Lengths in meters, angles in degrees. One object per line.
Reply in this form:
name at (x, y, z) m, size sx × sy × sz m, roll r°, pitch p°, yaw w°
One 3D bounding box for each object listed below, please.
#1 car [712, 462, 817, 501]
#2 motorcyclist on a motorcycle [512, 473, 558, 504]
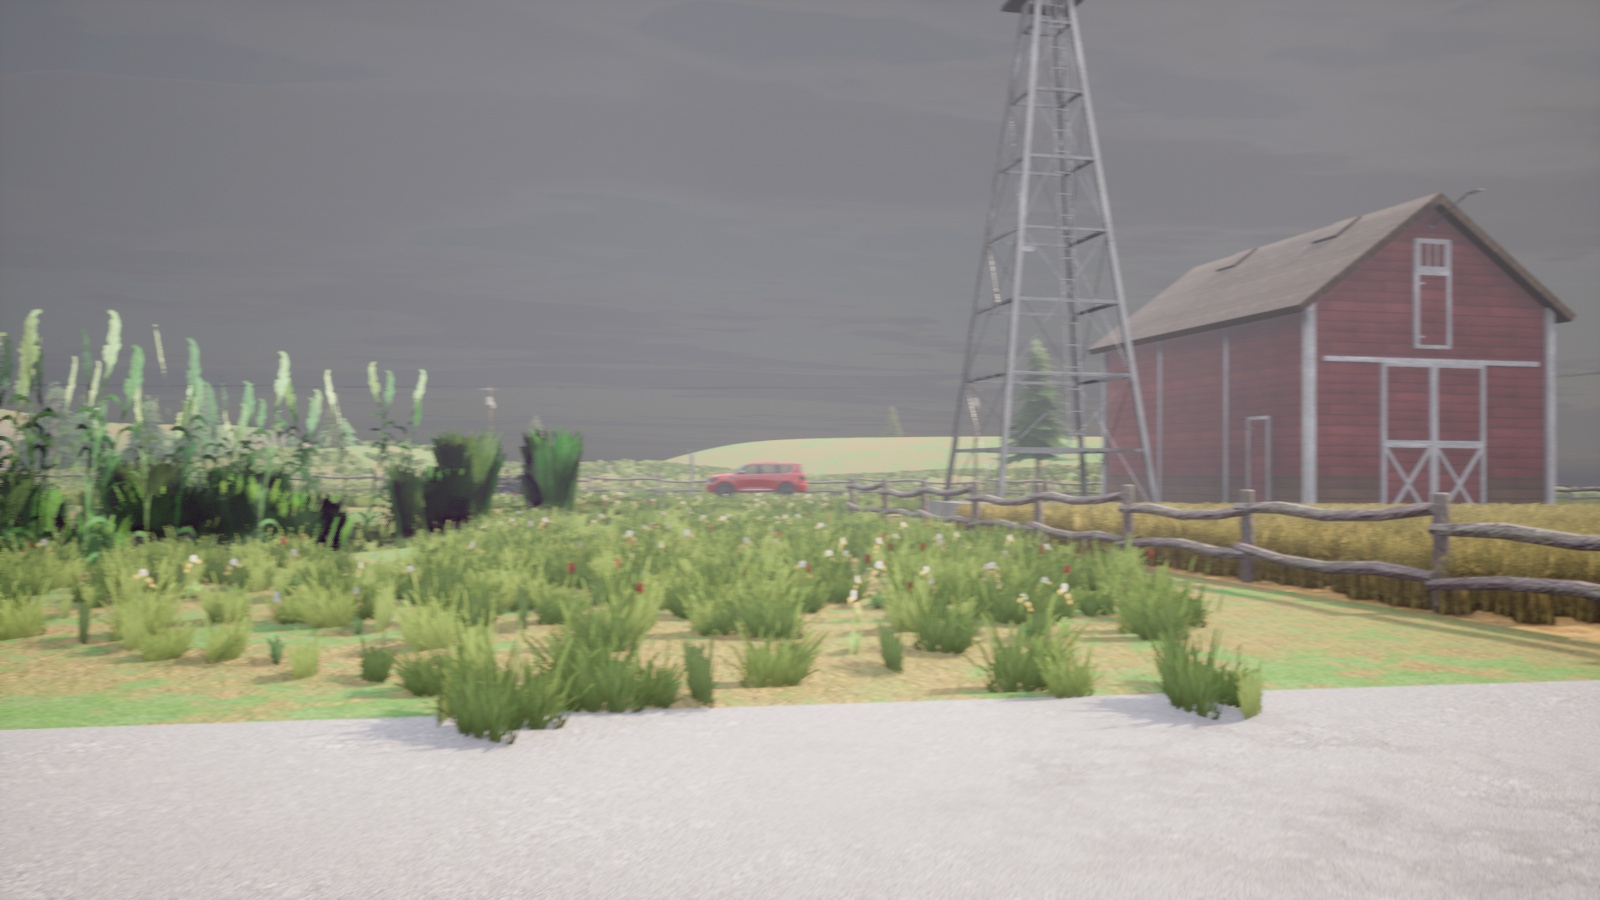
car at (-1.979, 1.689, 68.178) m, size 5.566 × 2.045 × 2.150 m, roll 0°, pitch -1°, yaw -5°
motorcyclist on a motorcycle at (-13.485, 1.949, 63.856) m, size 2.191 × 1.530 × 0.866 m, roll 0°, pitch -1°, yaw -5°
